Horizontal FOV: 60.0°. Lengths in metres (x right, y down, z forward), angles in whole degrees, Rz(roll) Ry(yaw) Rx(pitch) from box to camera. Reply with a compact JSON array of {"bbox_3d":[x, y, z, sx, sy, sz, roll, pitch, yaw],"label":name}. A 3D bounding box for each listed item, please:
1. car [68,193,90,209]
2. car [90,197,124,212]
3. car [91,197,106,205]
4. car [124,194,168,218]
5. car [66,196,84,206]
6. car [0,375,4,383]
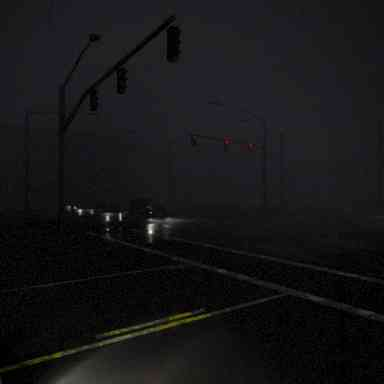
[{"bbox_3d":[-15.569,1.221,46.641,2.150,2.045,5.566,0,0,-33],"label":"car"},{"bbox_3d":[-9.832,1.526,38.456,1.812,1.442,4.674,0,0,-36],"label":"car"},{"bbox_3d":[-16.600,1.600,59.121,1.895,1.301,4.718,0,0,-7],"label":"car"},{"bbox_3d":[-4.054,1.352,30.447,2.097,1.767,4.553,0,0,-36],"label":"car"},{"bbox_3d":[-19.602,1.492,56.030,2.128,1.511,4.902,0,0,-10],"label":"car"},{"bbox_3d":[-3.664,1.547,1.195,5.357,1.411,2.033,0,0,-35],"label":"car"}]
